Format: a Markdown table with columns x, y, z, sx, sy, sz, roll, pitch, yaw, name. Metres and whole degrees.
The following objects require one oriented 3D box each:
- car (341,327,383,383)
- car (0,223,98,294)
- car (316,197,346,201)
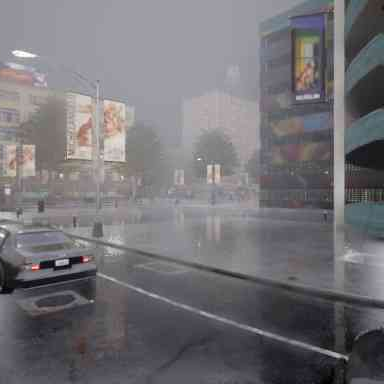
| x | y | z | sx | sy | sz | roll | pitch | yaw | name |
| --- | --- | --- | --- | --- | --- | --- | --- | --- | --- |
| 3.107 | 1.564 | 1.990 | 4.181 | 1.385 | 1.994 | 0 | 0 | 33 | car |
| -4.497 | 1.547 | 8.895 | 2.033 | 1.411 | 5.357 | 0 | 0 | -44 | car |
| 17.417 | 1.320 | 42.547 | 4.674 | 1.452 | 2.002 | 0 | 0 | -42 | car |
